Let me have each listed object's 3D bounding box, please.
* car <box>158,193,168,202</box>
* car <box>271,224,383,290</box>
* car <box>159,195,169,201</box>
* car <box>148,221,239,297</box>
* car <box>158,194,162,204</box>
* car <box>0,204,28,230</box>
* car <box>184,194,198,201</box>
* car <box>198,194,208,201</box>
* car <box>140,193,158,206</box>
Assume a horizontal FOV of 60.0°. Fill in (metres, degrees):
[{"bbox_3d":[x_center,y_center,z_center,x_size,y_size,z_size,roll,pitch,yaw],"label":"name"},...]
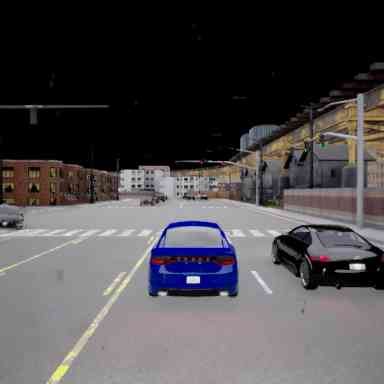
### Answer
[{"bbox_3d":[-7.226,1.225,74.028,2.150,2.045,5.566,0,0,0],"label":"car"},{"bbox_3d":[3.538,1.564,9.104,1.994,1.385,4.181,0,0,0],"label":"car"},{"bbox_3d":[-7.269,1.536,86.231,2.033,1.411,5.357,0,0,0],"label":"car"},{"bbox_3d":[0.035,1.478,8.638,1.882,1.535,5.008,0,0,0],"label":"car"},{"bbox_3d":[-7.246,1.526,63.406,1.812,1.442,4.674,0,0,0],"label":"car"},{"bbox_3d":[-11.365,1.506,20.548,1.837,1.490,4.892,4,-2,-26],"label":"car"},{"bbox_3d":[-0.282,1.345,86.759,2.097,1.767,4.553,0,0,-3],"label":"car"},{"bbox_3d":[3.204,1.471,87.658,1.882,1.535,5.008,0,0,-3],"label":"car"},{"bbox_3d":[-7.251,1.352,54.607,2.097,1.767,4.553,0,0,0],"label":"car"}]
